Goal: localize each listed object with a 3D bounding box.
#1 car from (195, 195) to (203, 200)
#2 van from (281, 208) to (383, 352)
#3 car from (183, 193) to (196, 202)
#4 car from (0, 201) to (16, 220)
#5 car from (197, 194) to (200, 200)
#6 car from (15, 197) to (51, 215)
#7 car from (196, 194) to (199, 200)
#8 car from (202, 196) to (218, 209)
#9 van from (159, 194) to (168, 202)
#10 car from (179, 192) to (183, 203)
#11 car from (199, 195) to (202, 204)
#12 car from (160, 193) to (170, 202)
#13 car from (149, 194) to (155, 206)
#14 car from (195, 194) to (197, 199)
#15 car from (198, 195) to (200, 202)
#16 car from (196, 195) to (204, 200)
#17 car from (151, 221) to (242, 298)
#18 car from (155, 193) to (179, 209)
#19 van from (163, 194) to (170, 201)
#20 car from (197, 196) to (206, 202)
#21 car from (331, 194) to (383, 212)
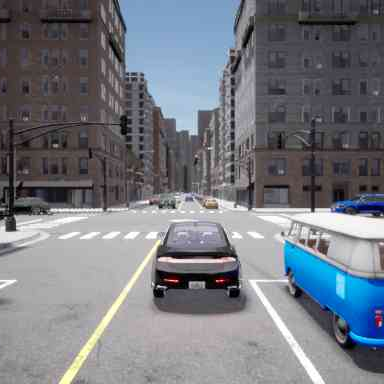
[{"bbox_3d":[1.982,1.495,94.904,2.008,1.369,4.403,0,0,-1],"label":"car"},{"bbox_3d":[2.855,1.341,5.986,1.690,1.788,3.998,0,0,0],"label":"van"},{"bbox_3d":[-0.615,1.492,76.044,1.812,1.442,4.674,0,0,-1],"label":"car"},{"bbox_3d":[-16.569,1.580,25.560,4.718,1.301,1.895,0,0,-1],"label":"car"},{"bbox_3d":[2.431,1.547,61.752,1.947,1.339,4.313,0,0,-1],"label":"car"},{"bbox_3d":[-16.262,1.314,32.256,4.553,1.767,2.097,0,0,-1],"label":"car"},{"bbox_3d":[2.356,1.521,67.278,1.887,1.381,4.507,0,0,-1],"label":"car"},{"bbox_3d":[2.654,1.516,45.345,1.752,1.417,4.829,0,0,-1],"label":"car"},{"bbox_3d":[-6.244,1.313,72.687,1.690,1.788,3.998,0,0,-1],"label":"van"},{"bbox_3d":[-3.512,1.201,65.723,2.150,2.045,5.566,0,0,0],"label":"car"},{"bbox_3d":[2.581,1.428,50.700,1.967,1.590,4.097,0,0,-1],"label":"car"},{"bbox_3d":[-6.318,1.281,78.213,2.192,1.841,5.009,0,0,-1],"label":"car"},{"bbox_3d":[-6.019,1.300,56.111,2.192,1.841,5.009,0,0,-1],"label":"car"},{"bbox_3d":[2.282,1.522,72.802,2.008,1.369,4.403,0,0,-1],"label":"car"},{"bbox_3d":[2.506,1.536,56.226,2.008,1.369,4.403,0,0,-1],"label":"car"},{"bbox_3d":[2.057,1.502,89.379,2.008,1.369,4.403,0,0,-1],"label":"car"},{"bbox_3d":[0.094,1.491,8.517,2.128,1.511,4.902,0,0,0],"label":"car"},{"bbox_3d":[-3.293,1.210,44.747,2.150,2.045,5.566,0,0,-1],"label":"car"},{"bbox_3d":[-6.391,1.300,83.737,1.690,1.788,3.998,0,0,-1],"label":"van"},{"bbox_3d":[2.207,1.547,78.328,1.802,1.307,4.206,0,0,-1],"label":"car"},{"bbox_3d":[15.290,1.213,29.378,5.566,2.045,2.150,0,0,-1],"label":"car"}]
